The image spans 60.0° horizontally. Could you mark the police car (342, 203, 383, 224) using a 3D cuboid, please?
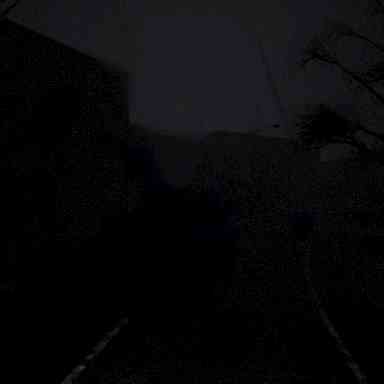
[{"bbox_3d":[14.770,1.769,28.581,5.238,1.638,1.930,1,0,-41],"label":"police car"}]
